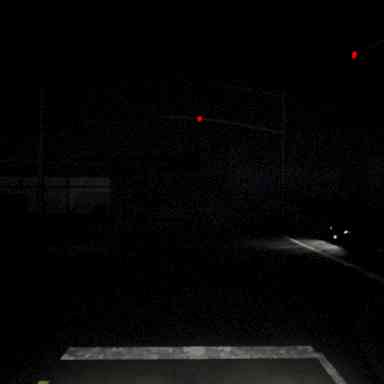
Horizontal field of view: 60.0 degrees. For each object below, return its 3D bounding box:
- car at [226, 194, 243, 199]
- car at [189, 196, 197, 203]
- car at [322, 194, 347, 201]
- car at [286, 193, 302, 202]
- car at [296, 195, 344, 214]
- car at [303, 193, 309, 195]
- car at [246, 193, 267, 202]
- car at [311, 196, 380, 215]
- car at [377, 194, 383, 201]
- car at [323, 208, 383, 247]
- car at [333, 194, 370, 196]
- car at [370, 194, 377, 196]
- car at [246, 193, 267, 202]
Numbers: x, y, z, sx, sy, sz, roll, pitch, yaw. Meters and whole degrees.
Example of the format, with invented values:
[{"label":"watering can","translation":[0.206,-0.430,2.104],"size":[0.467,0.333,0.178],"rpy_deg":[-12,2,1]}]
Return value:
[{"label":"car","translation":[11.852,1.297,91.842],"size":[4.674,1.442,1.812],"rpy_deg":[0,0,0]},{"label":"car","translation":[0.189,1.520,69.367],"size":[2.033,1.411,5.357],"rpy_deg":[0,0,0]},{"label":"car","translation":[31.230,1.270,72.955],"size":[4.514,1.523,2.007],"rpy_deg":[0,0,0]},{"label":"car","translation":[21.251,1.072,65.968],"size":[4.605,1.855,1.932],"rpy_deg":[0,0,0]},{"label":"car","translation":[12.979,1.318,31.635],"size":[5.027,1.636,2.152],"rpy_deg":[0,0,0]},{"label":"car","translation":[20.596,1.278,53.509],"size":[4.514,1.523,2.007],"rpy_deg":[0,0,0]},{"label":"car","translation":[12.772,1.336,65.892],"size":[3.806,1.475,1.970],"rpy_deg":[0,0,0]},{"label":"car","translation":[13.046,1.329,28.498],"size":[4.514,1.523,2.007],"rpy_deg":[0,0,0]},{"label":"car","translation":[38.648,1.130,62.909],"size":[5.027,1.636,2.152],"rpy_deg":[0,0,0]},{"label":"car","translation":[8.821,1.542,14.333],"size":[5.357,1.411,2.033],"rpy_deg":[0,0,-1]},{"label":"car","translation":[20.599,1.303,43.516],"size":[3.633,1.501,1.845],"rpy_deg":[0,0,0]},{"label":"car","translation":[38.296,1.206,69.325],"size":[3.806,1.475,1.970],"rpy_deg":[0,0,0]},{"label":"car","translation":[13.368,1.050,69.219],"size":[3.866,1.878,1.905],"rpy_deg":[0,0,0]}]
